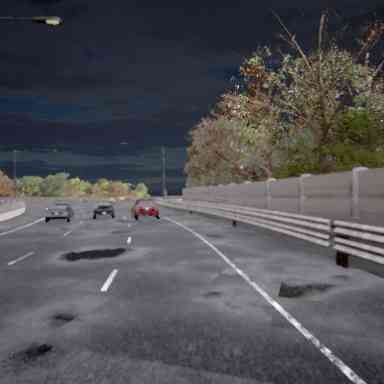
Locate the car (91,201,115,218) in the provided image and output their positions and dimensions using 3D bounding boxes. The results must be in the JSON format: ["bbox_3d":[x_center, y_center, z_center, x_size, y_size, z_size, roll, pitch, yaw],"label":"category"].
[{"bbox_3d":[-8.346,1.616,31.329,1.837,1.490,4.892,0,0,-17],"label":"car"}]

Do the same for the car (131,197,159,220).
[{"bbox_3d":[-4.276,1.436,29.782,2.097,1.767,4.553,0,0,-15],"label":"car"}]

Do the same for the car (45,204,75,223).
[{"bbox_3d":[-10.724,1.663,27.177,2.033,1.411,5.357,0,0,-15],"label":"car"}]
